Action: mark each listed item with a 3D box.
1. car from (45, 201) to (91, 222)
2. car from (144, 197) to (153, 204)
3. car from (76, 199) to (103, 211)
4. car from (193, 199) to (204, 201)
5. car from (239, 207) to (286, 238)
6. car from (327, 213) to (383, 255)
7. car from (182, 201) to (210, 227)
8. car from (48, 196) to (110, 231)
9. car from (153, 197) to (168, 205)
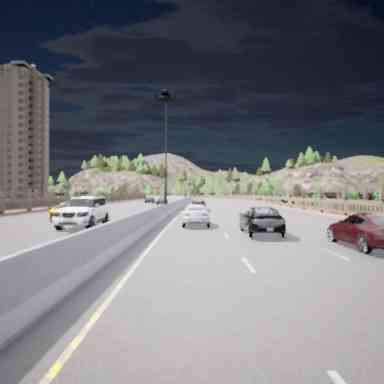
[{"bbox_3d":[-10.281,1.562,28.002,1.882,1.535,5.008,0,0,2],"label":"car"},{"bbox_3d":[-8.917,1.754,70.869,2.033,1.411,5.357,0,0,2],"label":"car"},{"bbox_3d":[-13.315,1.637,43.347,1.837,1.490,4.892,0,-1,2],"label":"car"},{"bbox_3d":[0.813,1.616,41.313,2.128,1.511,4.902,0,0,2],"label":"car"},{"bbox_3d":[3.697,1.546,17.989,2.128,1.511,4.902,0,0,1],"label":"car"},{"bbox_3d":[7.137,1.566,13.438,1.812,1.442,4.674,0,0,0],"label":"car"},{"bbox_3d":[0.308,1.596,23.307,1.812,1.442,4.674,0,0,1],"label":"car"},{"bbox_3d":[-6.946,1.286,21.509,2.150,2.045,5.566,0,0,1],"label":"car"},{"bbox_3d":[-5.669,1.715,63.004,1.812,1.442,4.674,0,0,2],"label":"car"}]
